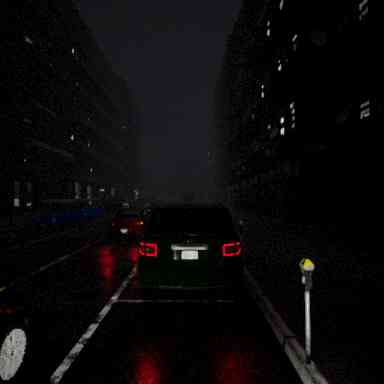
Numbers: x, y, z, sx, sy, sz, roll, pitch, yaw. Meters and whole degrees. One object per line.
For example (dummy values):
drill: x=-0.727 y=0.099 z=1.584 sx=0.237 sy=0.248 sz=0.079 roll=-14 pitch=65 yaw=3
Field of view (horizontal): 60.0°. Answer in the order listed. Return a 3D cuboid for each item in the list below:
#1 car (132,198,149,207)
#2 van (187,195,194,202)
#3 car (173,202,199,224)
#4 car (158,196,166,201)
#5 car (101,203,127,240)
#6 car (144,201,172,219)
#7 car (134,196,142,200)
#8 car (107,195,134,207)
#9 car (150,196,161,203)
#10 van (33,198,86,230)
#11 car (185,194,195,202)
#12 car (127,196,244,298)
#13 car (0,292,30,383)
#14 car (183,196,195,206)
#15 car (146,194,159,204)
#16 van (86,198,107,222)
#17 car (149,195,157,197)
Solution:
car: x=-8.319 y=1.660 z=53.938 sx=1.947 sy=1.339 sz=4.313 roll=1 pitch=0 yaw=0
van: x=-0.470 y=1.576 z=87.068 sx=1.690 sy=1.788 sz=3.998 roll=1 pitch=0 yaw=0
car: x=-0.437 y=1.572 z=26.224 sx=1.887 sy=1.381 sz=4.507 roll=1 pitch=0 yaw=0
car: x=-8.322 y=1.847 z=92.652 sx=1.802 sy=1.307 sz=4.206 roll=1 pitch=0 yaw=0
car: x=-2.997 y=1.538 z=17.087 sx=1.812 sy=1.442 sz=4.674 roll=0 pitch=0 yaw=1
car: x=-3.013 y=1.583 z=30.758 sx=2.033 sy=1.411 sz=5.357 roll=0 pitch=0 yaw=0
car: x=-8.312 y=1.379 z=42.876 sx=2.192 sy=1.841 sz=5.009 roll=1 pitch=0 yaw=0
car: x=-8.312 y=1.365 z=37.346 sx=2.192 sy=1.841 sz=5.009 roll=1 pitch=0 yaw=0
car: x=-8.320 y=1.725 z=76.059 sx=1.887 sy=1.381 sz=4.507 roll=1 pitch=0 yaw=0
van: x=-8.311 y=1.359 z=20.753 sx=1.690 sy=1.788 sz=3.998 roll=2 pitch=0 yaw=0
car: x=-0.469 y=1.521 z=81.536 sx=2.192 sy=1.841 sz=5.009 roll=1 pitch=0 yaw=0
car: x=-0.039 y=1.233 z=8.683 sx=2.150 sy=2.045 sz=5.566 roll=0 pitch=0 yaw=0
car: x=-3.020 y=1.478 z=2.295 sx=1.882 sy=1.535 sz=5.008 roll=0 pitch=0 yaw=0
car: x=-0.470 y=1.553 z=59.411 sx=1.967 sy=1.590 sz=4.097 roll=1 pitch=0 yaw=0
car: x=-8.314 y=1.471 z=70.528 sx=2.192 sy=1.841 sz=5.009 roll=1 pitch=0 yaw=0
van: x=-8.312 y=1.368 z=26.285 sx=1.690 sy=1.788 sz=3.998 roll=1 pitch=0 yaw=0
car: x=-5.790 y=1.561 z=44.759 sx=2.128 sy=1.511 sz=4.902 roll=0 pitch=0 yaw=0
